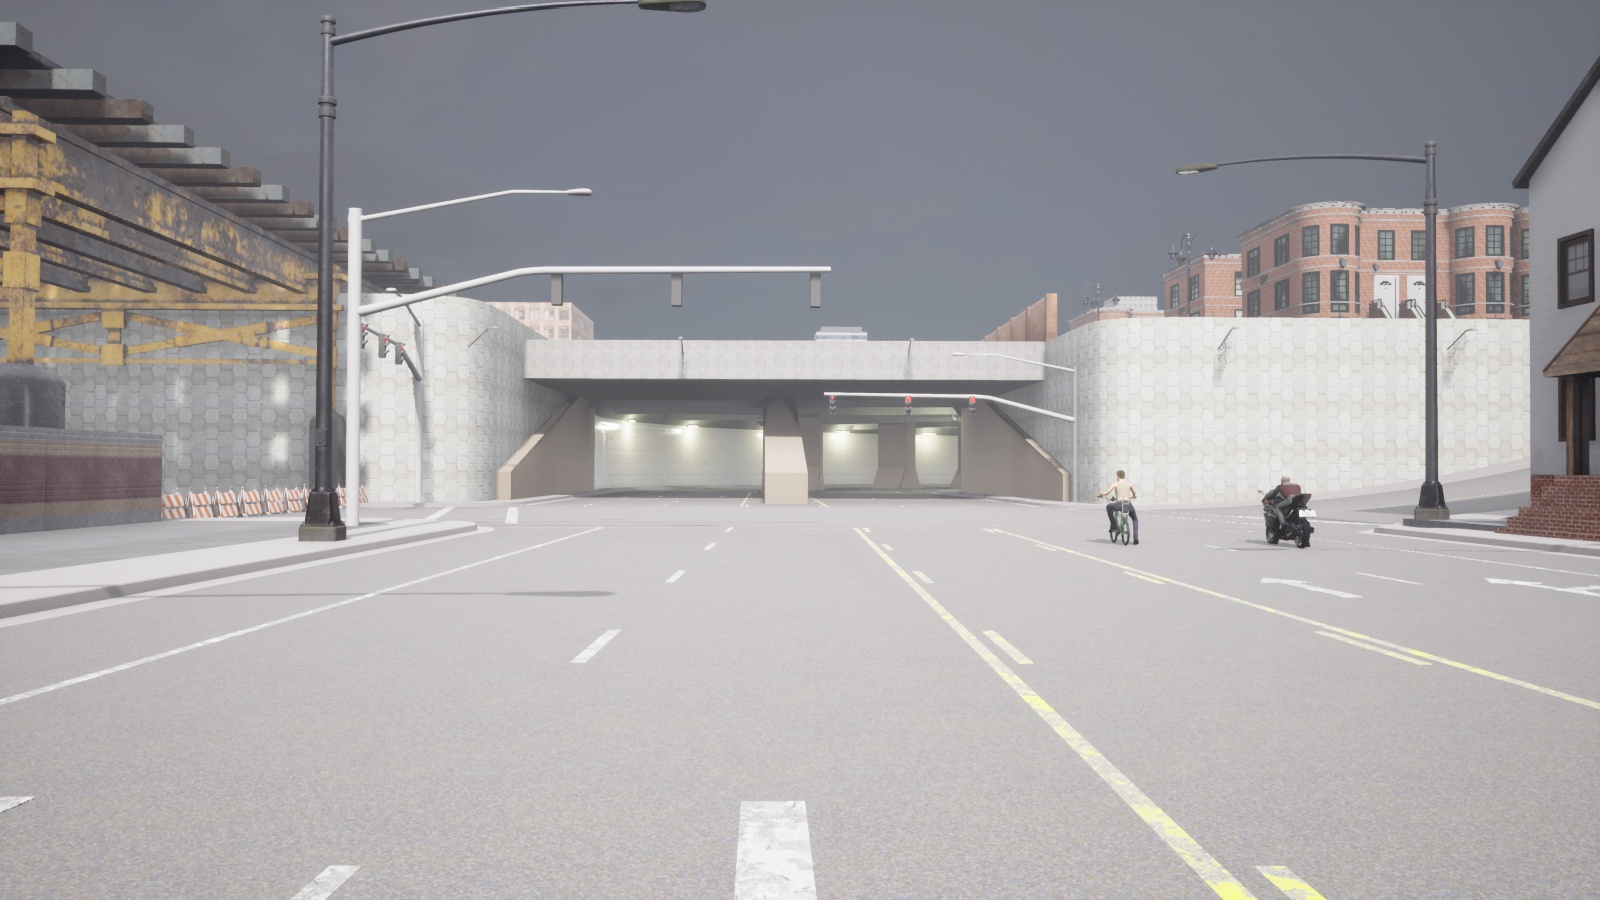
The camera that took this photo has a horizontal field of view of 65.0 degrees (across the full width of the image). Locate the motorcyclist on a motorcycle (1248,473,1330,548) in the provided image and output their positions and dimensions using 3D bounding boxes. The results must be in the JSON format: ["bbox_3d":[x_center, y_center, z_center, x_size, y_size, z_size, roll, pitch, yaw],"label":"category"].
[{"bbox_3d":[10.422,1.258,26.851,0.866,1.530,2.191,0,-1,0],"label":"motorcyclist on a motorcycle"}]

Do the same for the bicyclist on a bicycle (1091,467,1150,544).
[{"bbox_3d":[6.927,1.179,27.175,0.866,1.612,1.509,0,-1,-1],"label":"bicyclist on a bicycle"}]
